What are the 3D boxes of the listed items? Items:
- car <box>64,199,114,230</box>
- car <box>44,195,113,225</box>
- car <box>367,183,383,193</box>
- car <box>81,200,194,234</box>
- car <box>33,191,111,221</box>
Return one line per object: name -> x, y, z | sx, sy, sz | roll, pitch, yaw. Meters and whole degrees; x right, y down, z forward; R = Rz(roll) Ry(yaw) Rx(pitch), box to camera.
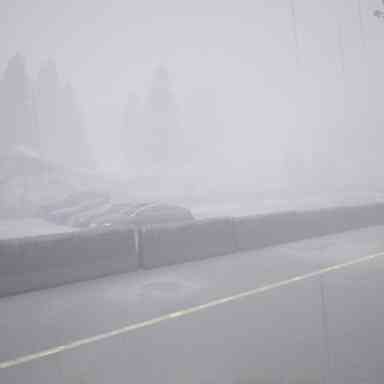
car -> -4.190, 1.284, 18.204 | 4.674, 1.442, 1.812 | -2, 1, -35
car -> -6.261, 1.237, 21.025 | 5.008, 1.535, 1.882 | -2, 1, -35
car -> 28.128, -0.636, 49.756 | 4.674, 1.442, 1.812 | -4, 2, -35
car -> -2.182, 1.251, 15.338 | 4.902, 1.511, 2.128 | -2, 1, -36
car -> -8.304, 0.982, 23.868 | 5.566, 2.045, 2.150 | -2, 1, -36
